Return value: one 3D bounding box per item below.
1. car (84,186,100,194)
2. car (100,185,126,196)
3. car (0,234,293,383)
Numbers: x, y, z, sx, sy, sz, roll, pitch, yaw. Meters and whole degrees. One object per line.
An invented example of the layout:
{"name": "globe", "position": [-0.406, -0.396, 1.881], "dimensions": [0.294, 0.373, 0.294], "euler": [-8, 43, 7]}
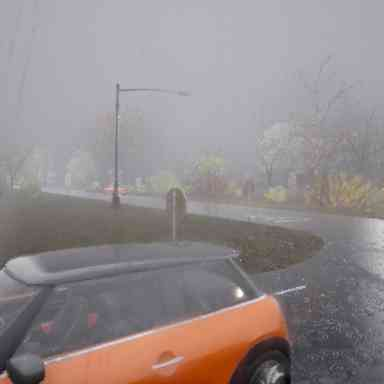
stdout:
{"name": "car", "position": [-17.789, -0.400, 59.809], "dimensions": [1.895, 1.301, 4.718], "euler": [0, 2, -36]}
{"name": "car", "position": [-12.154, -0.339, 51.962], "dimensions": [2.097, 1.767, 4.553], "euler": [0, 2, -36]}
{"name": "car", "position": [-1.196, 1.360, 3.021], "dimensions": [4.553, 1.767, 2.097], "euler": [0, 0, -35]}
